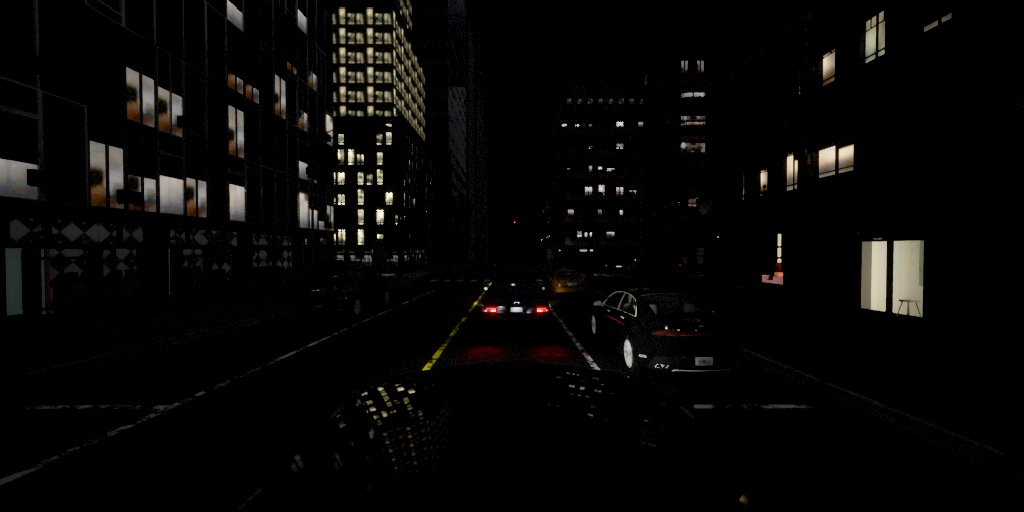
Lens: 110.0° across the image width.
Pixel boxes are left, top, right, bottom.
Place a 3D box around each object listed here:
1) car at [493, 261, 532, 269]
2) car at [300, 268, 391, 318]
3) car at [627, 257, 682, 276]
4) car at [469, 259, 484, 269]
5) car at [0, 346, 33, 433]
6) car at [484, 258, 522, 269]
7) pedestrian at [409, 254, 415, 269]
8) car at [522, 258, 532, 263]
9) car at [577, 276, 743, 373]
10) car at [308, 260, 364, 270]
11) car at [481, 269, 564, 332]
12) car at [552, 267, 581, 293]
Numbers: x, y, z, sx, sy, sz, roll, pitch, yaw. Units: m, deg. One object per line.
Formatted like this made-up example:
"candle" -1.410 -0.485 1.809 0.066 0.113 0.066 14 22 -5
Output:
"car" 0.057 1.249 21.267 1.837 1.490 4.892 0 0 0
"car" -5.843 1.292 13.094 1.888 1.381 4.507 0 0 0
"car" 15.565 1.081 39.265 5.566 2.045 2.150 1 1 1
"car" -5.793 1.263 56.466 1.751 1.417 4.829 0 0 0
"car" -5.796 1.300 1.804 2.007 1.370 4.403 0 0 0
"car" -1.043 1.092 44.202 2.097 1.767 4.553 0 0 26
"pedestrian" -12.629 0.669 45.140 0.375 1.860 0.375 0 0 1
"car" 2.577 1.288 62.305 2.007 1.370 4.403 0 0 0
"car" 2.807 1.299 7.407 2.007 1.370 4.403 0 0 0
"car" -17.643 1.108 36.476 5.008 1.535 1.882 1 1 -1
"car" 0.085 1.295 10.845 2.033 1.411 5.357 0 0 0
"car" 2.786 1.271 18.866 1.751 1.417 4.829 0 0 0
